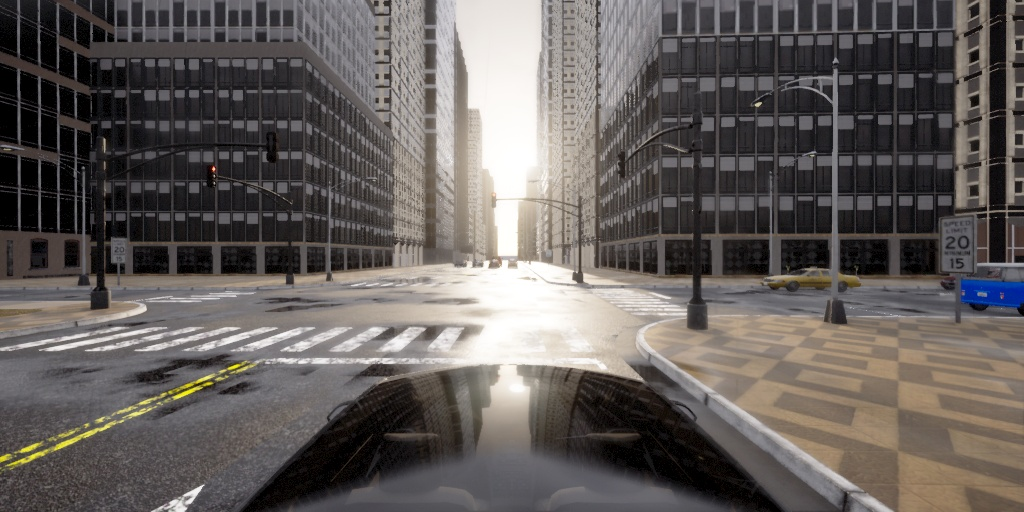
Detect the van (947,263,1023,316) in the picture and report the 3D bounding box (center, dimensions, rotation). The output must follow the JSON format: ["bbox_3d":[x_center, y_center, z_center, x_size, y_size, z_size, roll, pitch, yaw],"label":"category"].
[{"bbox_3d":[18.380,1.119,12.534,3.998,1.789,1.690,0,0,2],"label":"van"}]

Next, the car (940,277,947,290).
[{"bbox_3d":[26.960,1.356,20.202,4.207,1.307,1.802,0,0,2],"label":"car"}]

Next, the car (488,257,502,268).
[{"bbox_3d":[-3.117,1.386,63.337,1.812,1.442,4.674,0,0,0],"label":"car"}]

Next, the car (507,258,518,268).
[{"bbox_3d":[0.133,1.408,63.330,2.033,1.411,5.357,0,0,0],"label":"car"}]

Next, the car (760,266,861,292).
[{"bbox_3d":[17.127,1.293,20.709,4.829,1.417,1.751,0,0,2],"label":"car"}]
